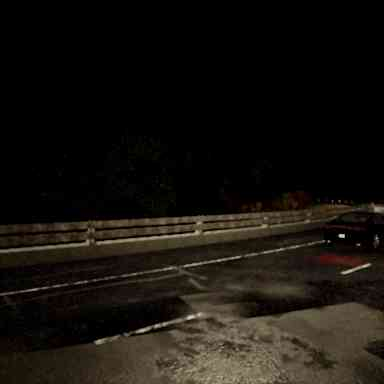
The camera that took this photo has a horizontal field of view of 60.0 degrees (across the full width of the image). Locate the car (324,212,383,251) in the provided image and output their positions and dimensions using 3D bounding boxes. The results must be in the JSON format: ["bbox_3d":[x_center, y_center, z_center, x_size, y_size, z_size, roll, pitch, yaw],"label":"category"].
[{"bbox_3d":[7.788,1.619,15.017,5.008,1.535,1.882,0,0,-44],"label":"car"}]
